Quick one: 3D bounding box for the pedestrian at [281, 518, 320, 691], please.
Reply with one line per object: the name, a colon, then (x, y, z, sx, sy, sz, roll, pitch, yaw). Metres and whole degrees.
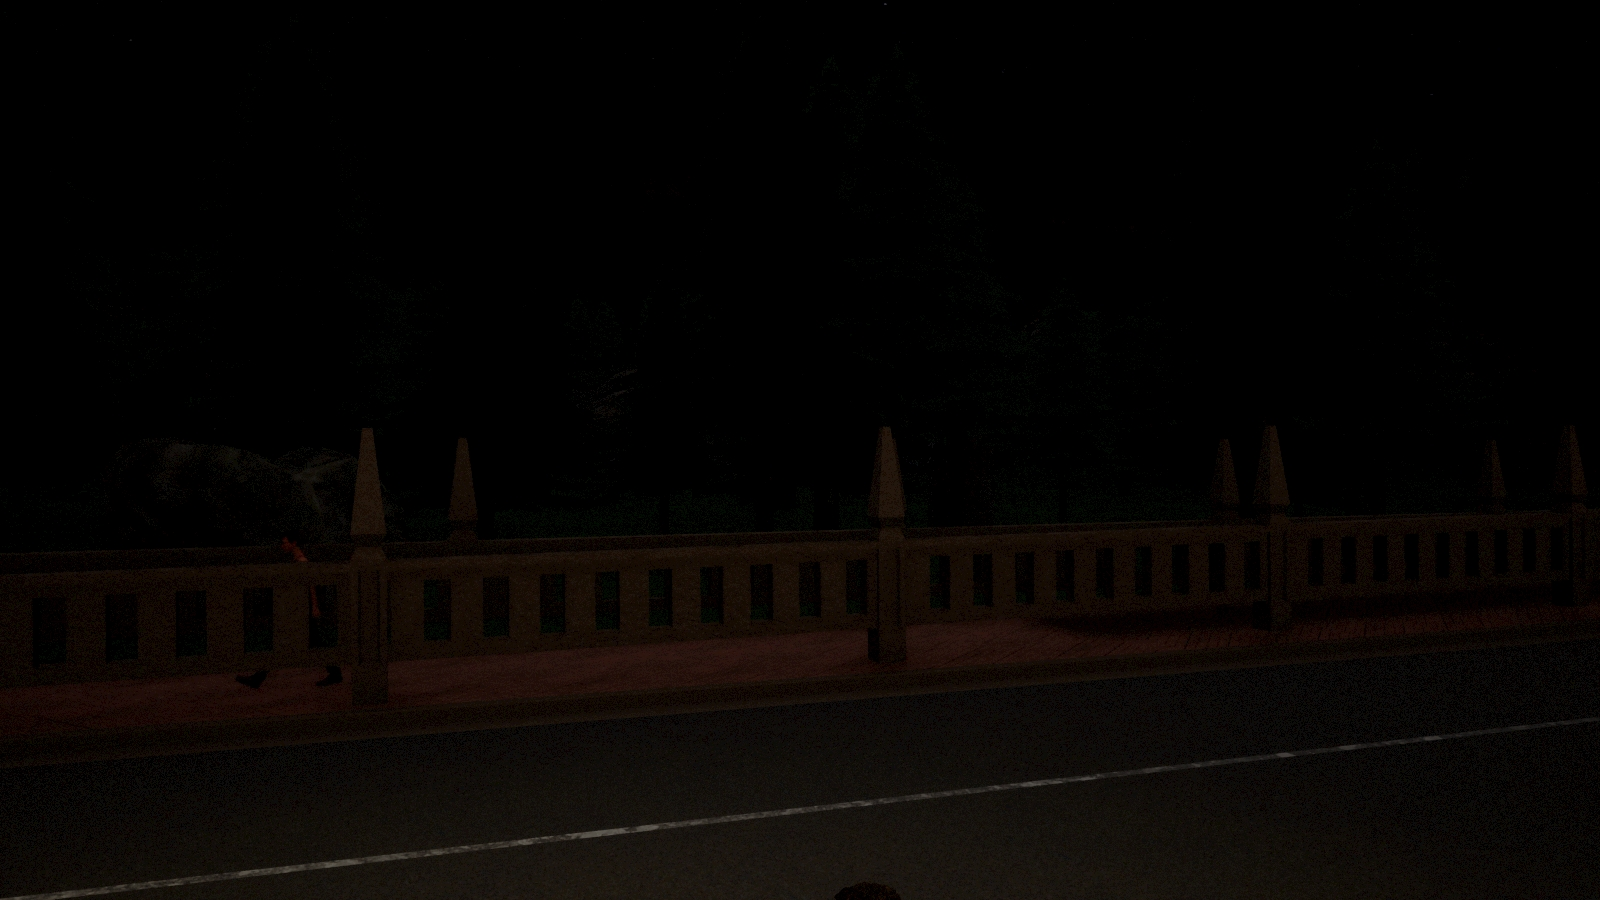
pedestrian: (-5.531, 1.694, 12.670, 0.375, 1.860, 0.375, 0, 0, -20)
